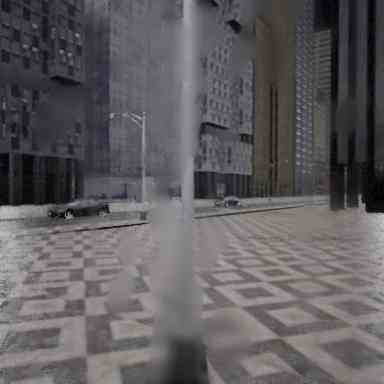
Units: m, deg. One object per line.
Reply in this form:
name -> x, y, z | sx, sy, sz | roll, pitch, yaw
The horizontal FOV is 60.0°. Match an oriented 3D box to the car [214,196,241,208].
car -> 4.733, 1.282, 44.253 | 1.837, 1.490, 4.892 | 1, 0, 36

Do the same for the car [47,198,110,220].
car -> -8.703, 1.280, 25.820 | 1.882, 1.535, 5.008 | 1, 0, 36
